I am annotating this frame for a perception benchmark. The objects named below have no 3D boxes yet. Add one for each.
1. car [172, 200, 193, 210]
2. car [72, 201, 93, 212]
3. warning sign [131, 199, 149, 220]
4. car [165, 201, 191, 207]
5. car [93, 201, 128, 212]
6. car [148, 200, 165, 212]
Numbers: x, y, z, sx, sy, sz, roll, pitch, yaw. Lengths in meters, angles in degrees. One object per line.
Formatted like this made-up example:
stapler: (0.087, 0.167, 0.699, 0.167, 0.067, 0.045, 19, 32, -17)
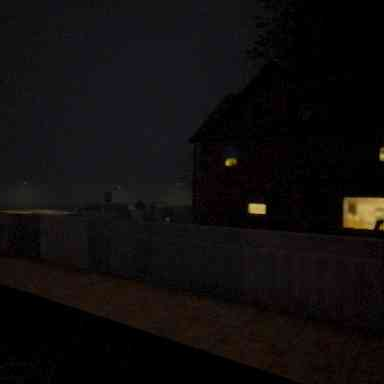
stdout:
car: (-1.540, 2.316, 59.087, 2.128, 1.511, 4.902, 1, -1, 19)
car: (-13.770, 1.931, 44.114, 1.812, 1.442, 4.674, 1, -1, 20)
warning sign: (-4.906, 1.637, 31.297, 1.300, 1.860, 1.060, 3, 1, 20)
car: (-1.675, 2.212, 48.604, 1.882, 1.535, 5.008, 1, 0, 20)
car: (-10.345, 1.979, 44.022, 2.128, 1.511, 4.902, 1, -1, 20)
car: (-4.738, 2.022, 49.684, 2.097, 1.767, 4.553, 1, 0, 20)
